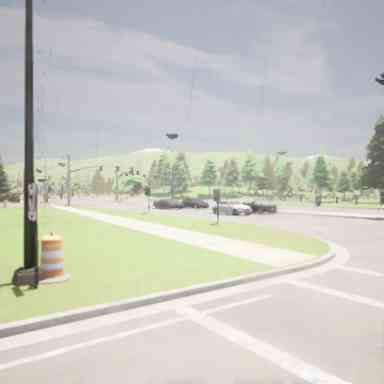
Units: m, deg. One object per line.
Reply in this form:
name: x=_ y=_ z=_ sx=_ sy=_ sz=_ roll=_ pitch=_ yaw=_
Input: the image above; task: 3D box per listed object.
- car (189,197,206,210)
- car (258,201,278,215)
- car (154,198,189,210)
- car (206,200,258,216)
car: x=0.379 y=1.481 z=43.645 sx=1.837 sy=1.490 sz=4.892 roll=0 pitch=1 yaw=-34
car: x=6.635 y=1.580 z=34.608 sx=1.895 sy=1.301 sz=4.718 roll=0 pitch=0 yaw=-35
car: x=-2.994 y=1.529 z=42.379 sx=2.033 sy=1.411 sz=5.357 roll=0 pitch=0 yaw=-34
car: x=3.821 y=1.508 z=32.549 sx=1.812 sy=1.442 sz=4.674 roll=0 pitch=0 yaw=-35
